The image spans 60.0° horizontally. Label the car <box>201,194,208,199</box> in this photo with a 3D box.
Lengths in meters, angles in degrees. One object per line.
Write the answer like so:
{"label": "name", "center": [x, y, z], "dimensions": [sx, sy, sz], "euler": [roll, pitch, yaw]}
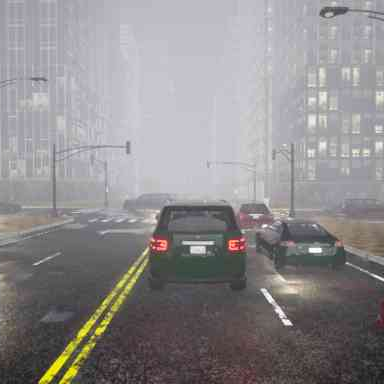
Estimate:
{"label": "car", "center": [3.440, 1.219, 91.619], "dimensions": [1.882, 1.535, 5.008], "euler": [0, 0, 0]}

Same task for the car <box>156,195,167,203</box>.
{"label": "car", "center": [-6.357, 1.420, 69.187], "dimensions": [1.882, 1.535, 5.008], "euler": [0, 0, 0]}

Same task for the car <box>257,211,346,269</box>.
{"label": "car", "center": [3.373, 1.559, 11.097], "dimensions": [1.994, 1.385, 4.181], "euler": [0, 0, 0]}

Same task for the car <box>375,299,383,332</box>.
{"label": "car", "center": [3.355, 1.600, 2.272], "dimensions": [1.895, 1.301, 4.718], "euler": [0, 0, 0]}

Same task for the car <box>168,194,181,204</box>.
{"label": "car", "center": [-3.187, 1.304, 61.537], "dimensions": [2.097, 1.767, 4.553], "euler": [0, 0, 0]}

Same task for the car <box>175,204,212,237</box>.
{"label": "car", "center": [0.135, 1.516, 18.852], "dimensions": [1.812, 1.442, 4.674], "euler": [0, 0, 2]}

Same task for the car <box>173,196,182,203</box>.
{"label": "car", "center": [-3.103, 1.535, 71.590], "dimensions": [1.895, 1.301, 4.718], "euler": [0, 0, 0]}

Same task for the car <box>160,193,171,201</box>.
{"label": "car", "center": [-6.336, 1.154, 79.757], "dimensions": [2.150, 2.045, 5.566], "euler": [0, 0, 0]}

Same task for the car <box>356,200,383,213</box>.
{"label": "car", "center": [21.889, 1.642, 38.660], "dimensions": [4.829, 1.417, 1.752], "euler": [1, 0, 1]}

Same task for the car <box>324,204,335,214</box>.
{"label": "car", "center": [16.889, 1.620, 36.158], "dimensions": [4.892, 1.490, 1.837], "euler": [0, 1, 1]}

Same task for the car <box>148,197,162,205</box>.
{"label": "car", "center": [-6.451, 1.556, 58.933], "dimensions": [1.895, 1.301, 4.718], "euler": [0, 0, 0]}

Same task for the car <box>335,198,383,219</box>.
{"label": "car", "center": [16.263, 1.519, 30.385], "dimensions": [5.009, 1.841, 2.192], "euler": [1, 0, 1]}

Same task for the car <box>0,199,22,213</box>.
{"label": "car", "center": [-19.571, 1.405, 33.638], "dimensions": [4.181, 1.385, 1.994], "euler": [1, 1, 1]}

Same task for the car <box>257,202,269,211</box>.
{"label": "car", "center": [3.390, 1.342, 19.711], "dimensions": [2.097, 1.767, 4.553], "euler": [0, 0, 0]}

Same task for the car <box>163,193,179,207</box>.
{"label": "car", "center": [-3.256, 1.185, 51.726], "dimensions": [2.150, 2.045, 5.566], "euler": [0, 0, -1]}

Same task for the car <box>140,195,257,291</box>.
{"label": "car", "center": [0.120, 1.218, 9.170], "dimensions": [2.150, 2.045, 5.566], "euler": [0, 0, 0]}

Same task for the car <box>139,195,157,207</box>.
{"label": "car", "center": [-6.520, 1.318, 49.943], "dimensions": [2.097, 1.767, 4.553], "euler": [0, 0, 1]}

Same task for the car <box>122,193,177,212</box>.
{"label": "car", "center": [-4.761, 1.145, 36.528], "dimensions": [5.566, 2.045, 2.150], "euler": [1, 1, 1]}
